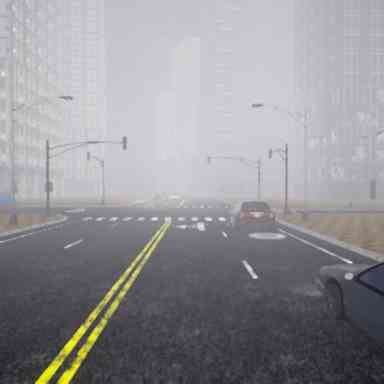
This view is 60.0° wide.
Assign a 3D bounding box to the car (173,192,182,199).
[{"bbox_3d":[-3.387,0.849,79.329,2.033,1.411,5.357,0,1,-2],"label":"car"}]

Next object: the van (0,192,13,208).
[{"bbox_3d":[-22.658,0.900,38.526,3.998,1.788,1.690,0,1,1],"label":"van"}]

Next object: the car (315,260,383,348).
[{"bbox_3d":[3.348,1.516,4.109,2.033,1.411,5.357,0,0,0],"label":"car"}]

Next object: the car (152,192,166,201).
[{"bbox_3d":[-6.533,0.963,63.736,1.837,1.490,4.892,0,1,1],"label":"car"}]

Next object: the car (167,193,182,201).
[{"bbox_3d":[-3.281,0.985,63.859,1.812,1.442,4.674,0,1,0],"label":"car"}]

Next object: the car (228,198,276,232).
[{"bbox_3d":[3.348,1.204,19.253,2.097,1.767,4.553,0,1,0],"label":"car"}]
